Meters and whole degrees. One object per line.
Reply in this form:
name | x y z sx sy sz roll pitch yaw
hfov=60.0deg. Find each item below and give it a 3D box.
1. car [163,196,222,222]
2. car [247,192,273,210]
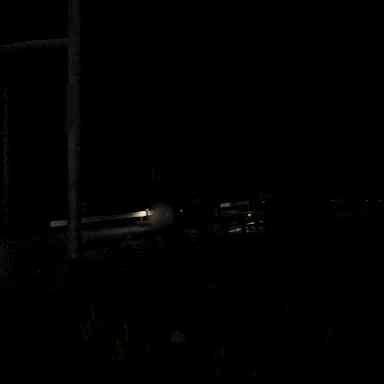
car | 0.117 1.091 22.924 2.128 1.511 4.902 0 3 41
car | 6.993 0.779 30.623 1.882 1.535 5.008 0 1 42
